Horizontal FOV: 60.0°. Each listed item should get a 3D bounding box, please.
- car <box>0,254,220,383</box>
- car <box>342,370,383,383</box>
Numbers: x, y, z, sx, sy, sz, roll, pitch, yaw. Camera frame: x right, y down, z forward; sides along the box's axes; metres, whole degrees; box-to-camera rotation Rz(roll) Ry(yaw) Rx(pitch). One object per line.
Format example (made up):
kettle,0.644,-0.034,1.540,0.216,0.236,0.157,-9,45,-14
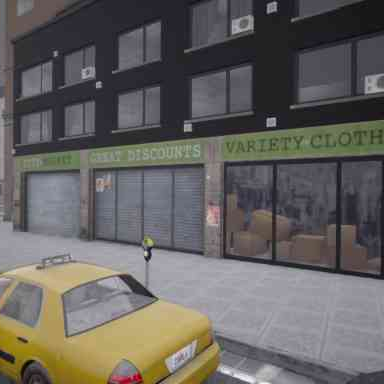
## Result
car,-1.980,1.524,4.494,4.829,1.417,1.752,0,1,35
car,2.712,1.551,1.160,4.403,1.369,2.008,0,1,35
